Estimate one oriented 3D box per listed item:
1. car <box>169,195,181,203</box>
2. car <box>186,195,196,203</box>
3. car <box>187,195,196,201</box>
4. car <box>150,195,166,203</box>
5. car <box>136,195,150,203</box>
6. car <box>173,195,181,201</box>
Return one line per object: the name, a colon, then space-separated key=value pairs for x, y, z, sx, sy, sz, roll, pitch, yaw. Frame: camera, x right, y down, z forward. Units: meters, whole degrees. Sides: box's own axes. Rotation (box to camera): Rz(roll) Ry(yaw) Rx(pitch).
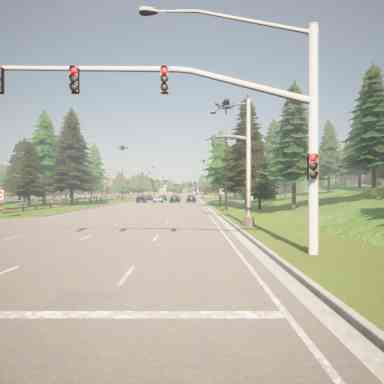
car: x=-3.635 y=1.370 z=70.737 sx=2.097 sy=1.767 sz=4.553 roll=0 pitch=0 yaw=0
car: x=-0.135 y=1.369 z=70.710 sx=2.097 sy=1.767 sz=4.553 roll=0 pitch=0 yaw=0
car: x=-0.154 y=1.411 z=80.777 sx=1.994 sy=1.385 sz=4.181 roll=0 pitch=0 yaw=0
car: x=-7.135 y=1.610 z=70.790 sx=1.895 sy=1.301 sz=4.718 roll=0 pitch=0 yaw=0
car: x=-10.634 y=1.514 z=70.337 sx=1.837 sy=1.490 sz=4.892 roll=0 pitch=0 yaw=0
car: x=-3.654 y=1.382 z=80.770 sx=1.812 sy=1.442 sz=4.674 roll=0 pitch=0 yaw=0
